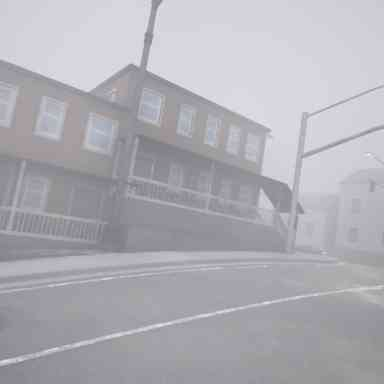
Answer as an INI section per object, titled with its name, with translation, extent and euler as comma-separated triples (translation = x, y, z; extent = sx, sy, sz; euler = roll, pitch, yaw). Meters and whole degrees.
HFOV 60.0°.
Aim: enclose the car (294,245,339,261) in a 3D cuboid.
[car]
translation = 10.219, 5.396, 28.640
extent = 2.097, 1.767, 4.553
euler = 13, -16, -34
